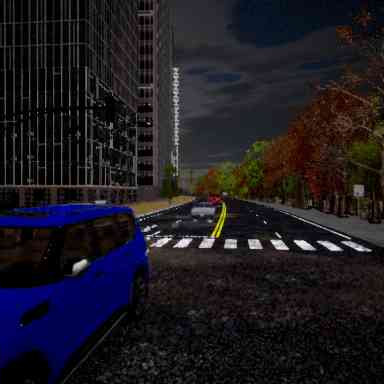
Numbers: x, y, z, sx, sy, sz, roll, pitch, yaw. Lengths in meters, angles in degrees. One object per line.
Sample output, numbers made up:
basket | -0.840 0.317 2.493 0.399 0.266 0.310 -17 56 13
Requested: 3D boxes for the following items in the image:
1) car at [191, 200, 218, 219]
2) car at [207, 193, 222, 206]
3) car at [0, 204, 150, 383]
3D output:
car | 1.062 1.608 29.333 1.895 1.301 4.718 0 0 7
car | 3.842 1.185 56.493 2.150 2.045 5.566 0 0 5
car | -2.180 1.251 4.460 2.150 2.045 5.566 0 0 8
